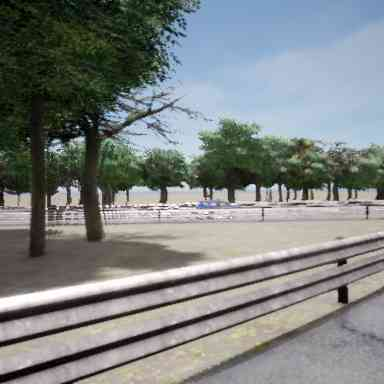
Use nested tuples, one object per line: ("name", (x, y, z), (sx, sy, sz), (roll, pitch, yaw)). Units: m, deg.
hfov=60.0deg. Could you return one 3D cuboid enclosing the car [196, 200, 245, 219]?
("car", (3.194, 1.948, 38.135), (5.566, 2.045, 2.150), (-1, 0, 1))
